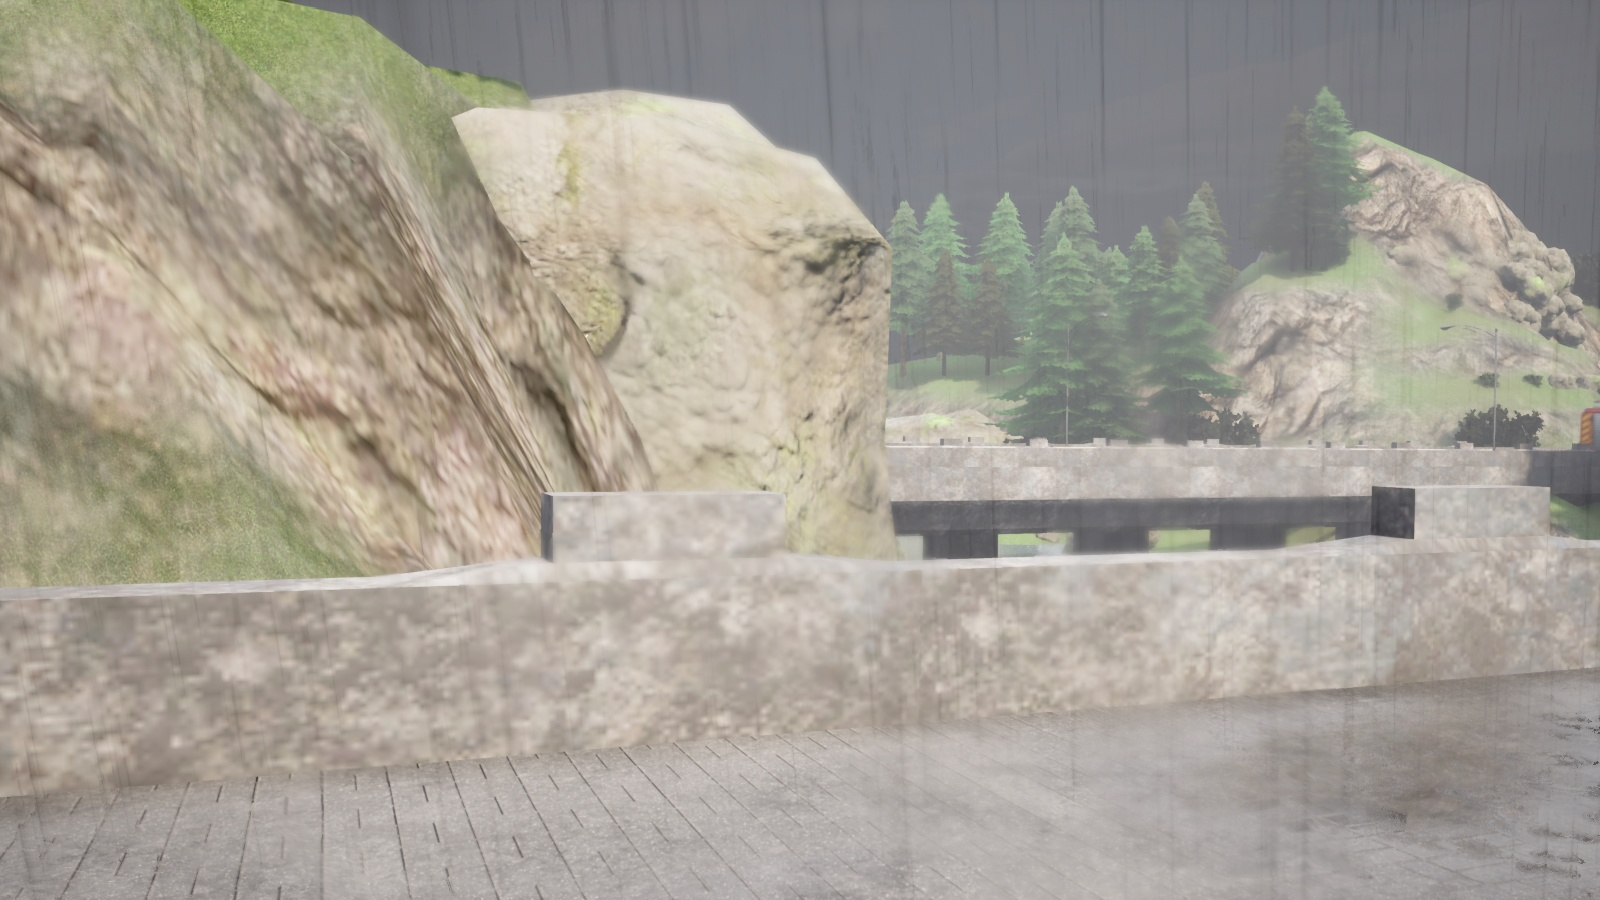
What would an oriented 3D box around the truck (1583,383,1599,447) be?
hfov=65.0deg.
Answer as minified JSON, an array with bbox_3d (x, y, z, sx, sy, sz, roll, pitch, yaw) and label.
[{"bbox_3d":[52.077,-2.175,76.531,8.468,3.827,2.891,-1,1,-21],"label":"truck"}]
